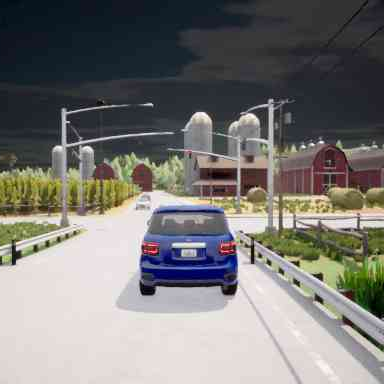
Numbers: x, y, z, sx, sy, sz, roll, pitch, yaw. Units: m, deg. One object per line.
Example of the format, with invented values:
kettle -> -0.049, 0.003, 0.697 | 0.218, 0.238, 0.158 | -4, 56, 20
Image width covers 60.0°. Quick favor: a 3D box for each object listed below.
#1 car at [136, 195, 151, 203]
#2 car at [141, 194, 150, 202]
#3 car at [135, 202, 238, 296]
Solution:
car -> -6.407, 1.531, 43.820 | 1.812, 1.442, 4.674 | 0, 1, -7
car -> -9.425, 1.155, 68.134 | 1.812, 1.442, 4.674 | 0, 1, -7
car -> -0.110, 1.370, 9.166 | 2.150, 2.045, 5.566 | 0, -2, -1
